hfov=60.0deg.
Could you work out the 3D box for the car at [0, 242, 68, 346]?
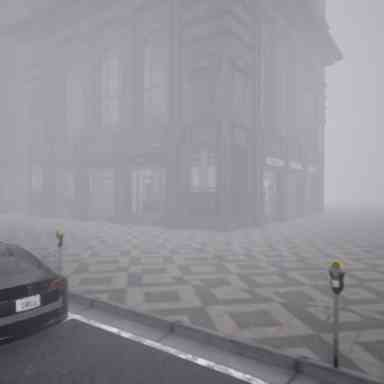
[{"bbox_3d":[-3.928,1.553,5.761,4.313,1.339,1.947,0,0,35],"label":"car"}]
